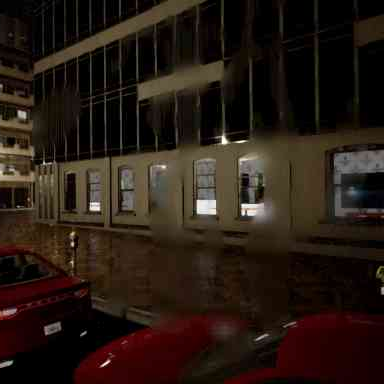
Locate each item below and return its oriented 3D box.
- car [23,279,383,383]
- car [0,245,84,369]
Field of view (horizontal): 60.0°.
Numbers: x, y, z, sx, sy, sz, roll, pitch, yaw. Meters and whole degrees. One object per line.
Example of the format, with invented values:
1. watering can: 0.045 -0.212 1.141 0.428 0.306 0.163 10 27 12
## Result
1. car: 1.047 1.545 2.137 4.507 1.381 1.887 0 -1 35
2. car: -3.528 1.546 5.396 4.507 1.381 1.887 0 -1 35
